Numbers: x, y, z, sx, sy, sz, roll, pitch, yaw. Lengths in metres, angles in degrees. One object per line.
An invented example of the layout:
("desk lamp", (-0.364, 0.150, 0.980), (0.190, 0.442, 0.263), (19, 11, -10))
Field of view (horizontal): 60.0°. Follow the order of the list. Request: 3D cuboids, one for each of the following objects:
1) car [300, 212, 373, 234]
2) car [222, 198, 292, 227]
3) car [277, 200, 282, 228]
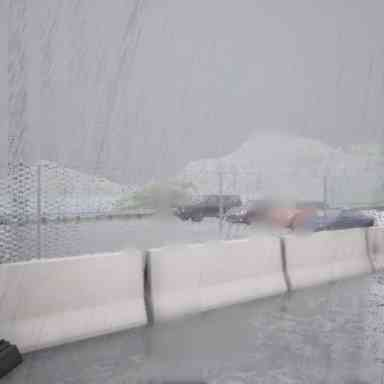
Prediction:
("car", (7.197, 1.510, 16.723), (4.674, 1.442, 1.812), (0, 0, -30))
("car", (4.575, 1.322, 23.275), (4.553, 1.767, 2.097), (0, 0, -30))
("car", (6.752, 1.329, 20.502), (4.553, 1.767, 2.097), (0, 0, -30))
